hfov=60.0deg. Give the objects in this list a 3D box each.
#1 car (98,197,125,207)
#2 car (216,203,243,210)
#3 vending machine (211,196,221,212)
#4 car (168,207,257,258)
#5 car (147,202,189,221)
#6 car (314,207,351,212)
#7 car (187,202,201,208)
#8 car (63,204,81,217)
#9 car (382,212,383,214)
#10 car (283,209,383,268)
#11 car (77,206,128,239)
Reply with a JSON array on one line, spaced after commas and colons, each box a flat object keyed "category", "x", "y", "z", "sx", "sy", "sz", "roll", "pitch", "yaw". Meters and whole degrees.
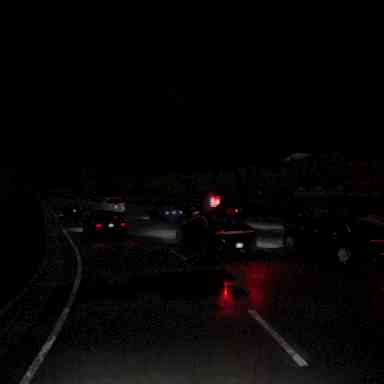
[{"category": "car", "x": -8.625, "y": 1.600, "z": 35.421, "sx": 2.150, "sy": 2.045, "sz": 5.566, "roll": 0, "pitch": -1, "yaw": -24}, {"category": "car", "x": 3.502, "y": 1.812, "z": 34.028, "sx": 1.994, "sy": 1.385, "sz": 4.181, "roll": 0, "pitch": -1, "yaw": -24}, {"category": "vending machine", "x": 3.194, "y": 1.532, "z": 44.418, "sx": 1.100, "sy": 2.100, "sz": 0.880, "roll": 0, "pitch": -1, "yaw": -24}, {"category": "car", "x": 0.796, "y": 1.596, "z": 13.419, "sx": 2.128, "sy": 1.511, "sz": 4.902, "roll": 0, "pitch": -1, "yaw": -19}, {"category": "car", "x": -2.510, "y": 1.824, "z": 30.349, "sx": 2.033, "sy": 1.411, "sz": 5.357, "roll": 0, "pitch": -1, "yaw": -24}, {"category": "car", "x": 6.898, "y": 1.570, "z": 17.570, "sx": 2.128, "sy": 1.511, "sz": 4.902, "roll": 0, "pitch": -1, "yaw": -22}, {"category": "car", "x": -0.459, "y": 1.794, "z": 34.318, "sx": 1.837, "sy": 1.490, "sz": 4.892, "roll": 0, "pitch": -1, "yaw": -24}, {"category": "car", "x": -13.444, "y": 2.008, "z": 37.608, "sx": 1.994, "sy": 1.385, "sz": 4.181, "roll": 0, "pitch": -1, "yaw": -24}, {"category": "car", "x": 10.882, "y": 1.512, "z": 16.981, "sx": 1.882, "sy": 1.535, "sz": 5.008, "roll": 0, "pitch": -1, "yaw": -20}, {"category": "car", "x": 5.058, "y": 1.552, "z": 11.581, "sx": 1.837, "sy": 1.490, "sz": 4.892, "roll": 0, "pitch": -1, "yaw": -16}, {"category": "car", "x": -5.056, "y": 1.754, "z": 18.896, "sx": 2.033, "sy": 1.411, "sz": 5.357, "roll": 0, "pitch": -1, "yaw": -24}]
